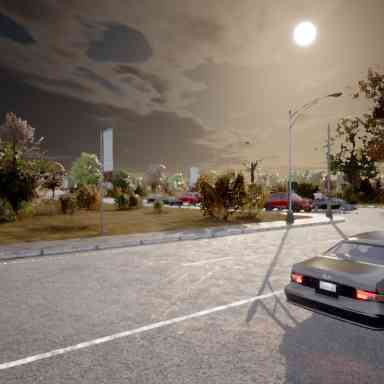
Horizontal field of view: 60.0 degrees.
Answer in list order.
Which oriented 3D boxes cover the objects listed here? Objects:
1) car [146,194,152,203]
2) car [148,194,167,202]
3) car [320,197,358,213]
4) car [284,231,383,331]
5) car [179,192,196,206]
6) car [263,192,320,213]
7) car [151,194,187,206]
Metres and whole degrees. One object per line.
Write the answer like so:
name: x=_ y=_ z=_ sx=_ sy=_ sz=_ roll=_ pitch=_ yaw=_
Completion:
car: x=-6.413 y=1.176 z=60.631 sx=2.097 sy=1.767 sz=4.553 roll=-1 pitch=0 yaw=-38
car: x=-7.646 y=1.257 z=73.428 sx=1.882 sy=1.535 sz=5.008 roll=-1 pitch=0 yaw=-38
car: x=14.617 y=1.303 z=34.525 sx=2.128 sy=1.511 sz=4.902 roll=-1 pitch=0 yaw=-39
car: x=4.176 y=1.528 z=6.746 sx=5.357 sy=1.411 sz=2.033 roll=0 pitch=0 yaw=-36
car: x=-0.044 y=1.043 z=52.677 sx=2.150 sy=2.045 sz=5.566 roll=-1 pitch=0 yaw=-39
car: x=9.972 y=1.062 z=34.706 sx=2.150 sy=2.045 sz=5.566 roll=0 pitch=0 yaw=-38
car: x=-3.605 y=1.393 z=51.518 sx=2.033 sy=1.411 sz=5.357 roll=-1 pitch=0 yaw=-39
